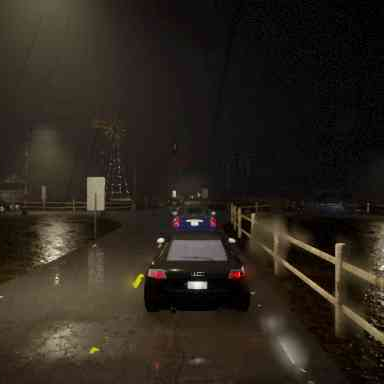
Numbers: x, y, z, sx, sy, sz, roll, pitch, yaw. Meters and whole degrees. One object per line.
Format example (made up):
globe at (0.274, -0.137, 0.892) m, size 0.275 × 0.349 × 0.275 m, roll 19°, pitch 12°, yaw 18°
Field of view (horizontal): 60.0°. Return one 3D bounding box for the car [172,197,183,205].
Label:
car at (-2.737, 1.731, 65.237) m, size 1.882 × 1.535 × 5.008 m, roll 0°, pitch 0°, yaw 1°

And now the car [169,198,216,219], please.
car at (0.109, 1.380, 16.357) m, size 2.097 × 1.767 × 4.553 m, roll 0°, pitch 0°, yaw 0°

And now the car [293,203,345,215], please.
car at (14.333, 1.895, 37.645) m, size 5.357 × 1.411 × 2.033 m, roll 1°, pitch -2°, yaw 0°

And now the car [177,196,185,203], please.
car at (-2.674, 1.883, 85.317) m, size 1.882 × 1.535 × 5.008 m, roll 0°, pitch 0°, yaw 0°

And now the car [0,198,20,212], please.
car at (-20.281, 1.291, 34.042) m, size 4.892 × 1.490 × 1.837 m, roll 1°, pitch -2°, yaw 0°

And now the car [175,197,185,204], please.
car at (-2.686, 1.879, 75.188) m, size 1.994 × 1.385 × 4.181 m, roll 0°, pitch 0°, yaw 0°

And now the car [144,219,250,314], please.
car at (0.104, 1.573, 7.714) m, size 1.994 × 1.385 × 4.181 m, roll 0°, pitch 0°, yaw 0°

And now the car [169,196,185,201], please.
car at (-2.796, 1.681, 55.433) m, size 2.128 × 1.511 × 4.902 m, roll 0°, pitch 0°, yaw 0°
